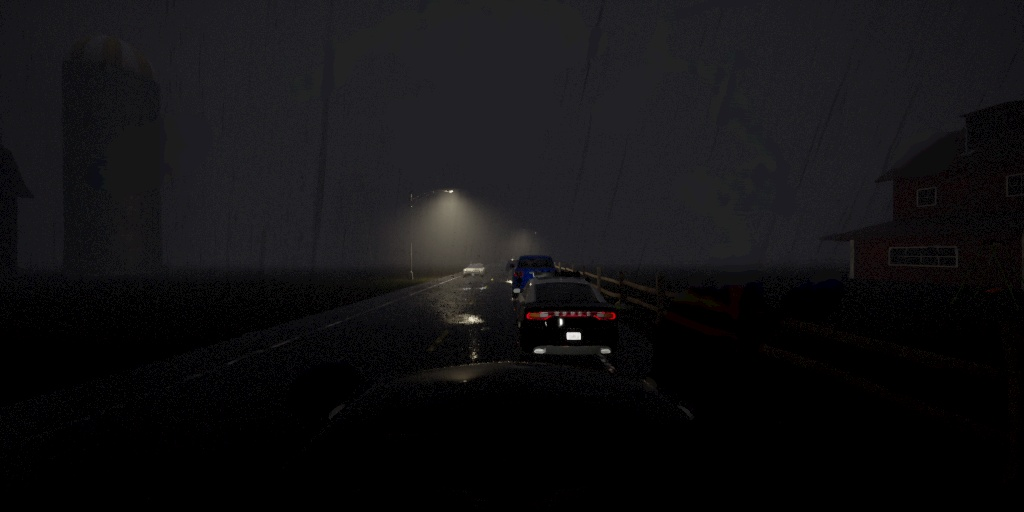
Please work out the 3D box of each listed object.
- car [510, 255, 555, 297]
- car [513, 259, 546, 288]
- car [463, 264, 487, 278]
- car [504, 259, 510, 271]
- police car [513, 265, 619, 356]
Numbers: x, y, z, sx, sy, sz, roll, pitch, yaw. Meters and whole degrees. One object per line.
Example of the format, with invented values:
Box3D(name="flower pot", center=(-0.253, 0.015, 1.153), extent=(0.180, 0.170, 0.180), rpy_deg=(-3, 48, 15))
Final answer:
Box3D(name="car", center=(1.092, 0.977, 18.677), extent=(2.150, 2.045, 5.566), rpy_deg=(0, 0, 0))
Box3D(name="car", center=(1.105, 1.107, 24.617), extent=(2.097, 1.767, 4.553), rpy_deg=(0, 0, 0))
Box3D(name="car", center=(-3.424, 1.366, 33.772), extent=(1.895, 1.301, 4.718), rpy_deg=(0, 0, 0))
Box3D(name="car", center=(0.165, 1.268, 50.370), extent=(1.882, 1.535, 5.008), rpy_deg=(0, 0, 1))
Box3D(name="police car", center=(1.070, 1.175, 8.755), extent=(1.930, 1.638, 5.238), rpy_deg=(0, 0, 0))
